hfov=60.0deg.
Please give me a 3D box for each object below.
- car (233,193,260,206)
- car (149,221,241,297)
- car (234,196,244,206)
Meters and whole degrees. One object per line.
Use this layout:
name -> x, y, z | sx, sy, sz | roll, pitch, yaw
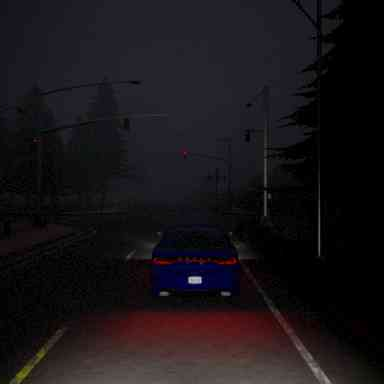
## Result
car -> 8.546, 1.146, 52.089 | 3.866, 1.878, 1.905 | 0, 0, 0
car -> 0.079, 1.478, 8.626 | 1.882, 1.535, 5.008 | 0, 0, 1
car -> 8.956, 1.144, 49.578 | 4.605, 1.855, 1.932 | 0, 0, 0
